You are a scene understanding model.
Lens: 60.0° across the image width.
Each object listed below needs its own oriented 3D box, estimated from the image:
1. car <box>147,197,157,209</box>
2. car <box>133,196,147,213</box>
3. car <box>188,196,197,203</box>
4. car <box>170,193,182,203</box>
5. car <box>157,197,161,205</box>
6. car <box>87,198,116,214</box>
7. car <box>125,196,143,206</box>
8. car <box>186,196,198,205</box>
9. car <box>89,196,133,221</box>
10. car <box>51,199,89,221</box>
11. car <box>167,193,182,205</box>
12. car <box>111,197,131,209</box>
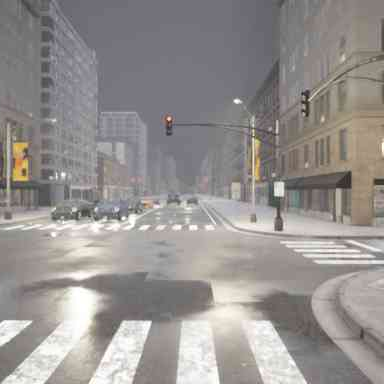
[{"bbox_3d":[-6.538,1.466,46.519,1.882,1.535,5.008,0,0,0],"label":"car"},{"bbox_3d":[-6.551,1.484,36.282,2.128,1.511,4.902,0,0,0],"label":"car"},{"bbox_3d":[0.060,1.501,68.339,1.812,1.442,4.674,0,0,0],"label":"car"},{"bbox_3d":[-3.190,1.197,68.372,2.150,2.045,5.566,0,0,0],"label":"car"},{"bbox_3d":[-6.509,1.508,56.627,1.812,1.442,4.674,0,0,0],"label":"car"},{"bbox_3d":[-9.805,1.498,36.419,1.837,1.490,4.892,0,0,0],"label":"car"},{"bbox_3d":[-9.760,1.474,56.662,2.128,1.511,4.902,0,0,1],"label":"car"},{"bbox_3d":[0.051,1.486,57.920,1.837,1.490,4.892,0,0,0],"label":"car"},{"bbox_3d":[-6.565,1.348,27.443,2.097,1.767,4.553,0,0,0],"label":"car"},{"bbox_3d":[-9.815,1.348,27.447,2.097,1.767,4.553,0,0,0],"label":"car"},{"bbox_3d":[-3.199,1.203,57.953,2.150,2.045,5.566,0,0,0],"label":"car"},{"bbox_3d":[-9.792,1.514,46.365,1.812,1.442,4.674,0,0,0],"label":"car"}]
